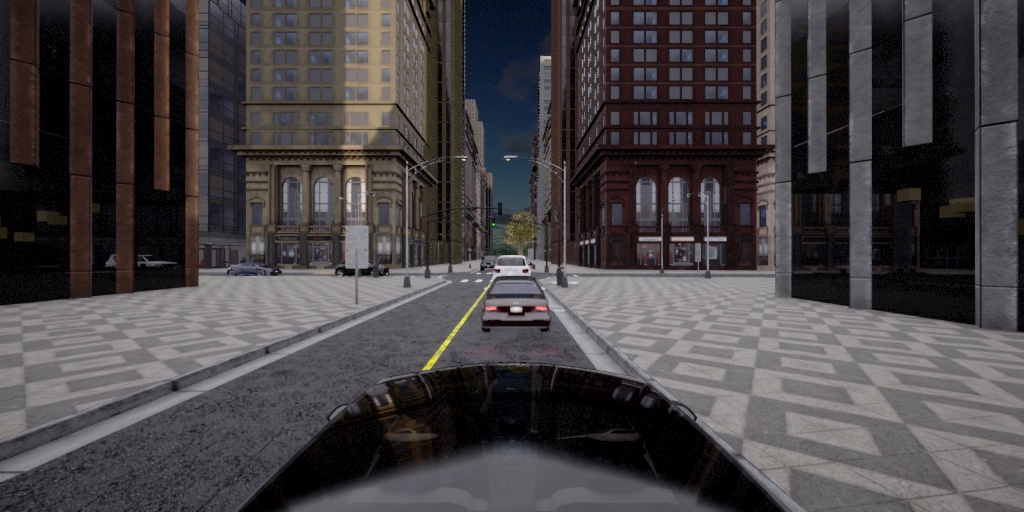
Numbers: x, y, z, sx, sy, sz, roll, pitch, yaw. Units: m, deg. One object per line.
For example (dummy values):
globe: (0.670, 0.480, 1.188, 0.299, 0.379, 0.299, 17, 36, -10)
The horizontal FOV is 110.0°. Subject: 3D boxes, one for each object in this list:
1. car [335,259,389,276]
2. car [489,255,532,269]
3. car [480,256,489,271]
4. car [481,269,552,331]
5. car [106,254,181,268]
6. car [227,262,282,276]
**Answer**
car: (-13.829, 1.053, 33.282, 4.553, 1.767, 2.097, 0, 0, 0)
car: (0.054, 0.974, 22.529, 2.150, 2.045, 5.566, 0, 0, 2)
car: (-3.138, 0.970, 49.446, 2.150, 2.045, 5.566, 0, 0, -1)
car: (0.089, 1.297, 10.911, 2.033, 1.411, 5.357, 0, 0, 0)
car: (-34.208, 0.867, 33.301, 5.566, 2.045, 2.150, 0, 0, 0)
car: (-23.866, 1.237, 33.296, 4.181, 1.385, 1.994, 0, 0, 0)
